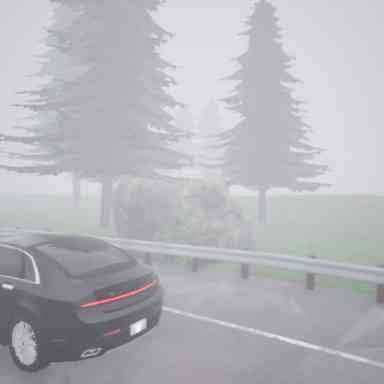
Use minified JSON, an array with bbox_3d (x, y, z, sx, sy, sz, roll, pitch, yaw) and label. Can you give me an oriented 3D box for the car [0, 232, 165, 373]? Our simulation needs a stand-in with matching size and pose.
[{"bbox_3d":[-2.718,1.449,5.558,4.892,1.490,1.837,1,0,33],"label":"car"}]
